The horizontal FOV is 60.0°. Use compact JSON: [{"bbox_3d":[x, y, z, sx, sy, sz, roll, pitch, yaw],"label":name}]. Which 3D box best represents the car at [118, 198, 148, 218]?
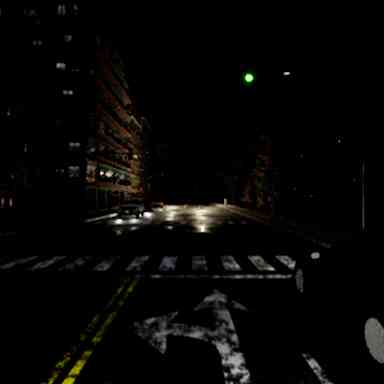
[{"bbox_3d":[-6.572,1.702,36.449,2.150,2.045,5.566,0,-1,0],"label":"car"}]

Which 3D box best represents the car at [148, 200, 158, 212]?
[{"bbox_3d":[-6.560,2.131,48.242,2.128,1.511,4.902,0,-1,0],"label":"car"}]

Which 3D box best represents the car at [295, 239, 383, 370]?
[{"bbox_3d":[3.346,1.555,5.818,1.882,1.535,5.008,0,0,0],"label":"car"}]

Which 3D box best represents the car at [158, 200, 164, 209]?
[{"bbox_3d":[-6.491,2.318,62.927,1.882,1.535,5.008,0,-1,1],"label":"car"}]
